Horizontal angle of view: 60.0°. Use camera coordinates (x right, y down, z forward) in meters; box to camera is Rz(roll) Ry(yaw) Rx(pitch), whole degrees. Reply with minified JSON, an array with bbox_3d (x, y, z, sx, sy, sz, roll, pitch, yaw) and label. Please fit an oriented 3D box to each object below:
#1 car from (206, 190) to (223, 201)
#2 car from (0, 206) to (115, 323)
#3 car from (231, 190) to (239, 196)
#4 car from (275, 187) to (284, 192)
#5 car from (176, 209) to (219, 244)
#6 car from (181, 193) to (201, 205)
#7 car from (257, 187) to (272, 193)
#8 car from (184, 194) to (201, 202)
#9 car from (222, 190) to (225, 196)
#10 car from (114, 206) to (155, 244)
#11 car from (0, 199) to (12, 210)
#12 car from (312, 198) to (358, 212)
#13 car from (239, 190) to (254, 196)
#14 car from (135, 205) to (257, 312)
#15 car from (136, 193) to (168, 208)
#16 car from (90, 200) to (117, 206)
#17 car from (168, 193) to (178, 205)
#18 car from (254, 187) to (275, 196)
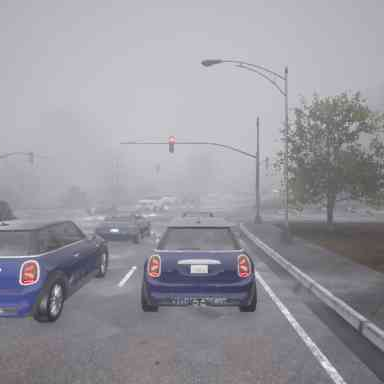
[{"bbox_3d":[4.565,1.012,71.296,1.812,1.442,4.674,0,3,23],"label":"car"},{"bbox_3d":[-3.365,1.361,7.392,2.097,1.767,4.553,0,0,0],"label":"car"},{"bbox_3d":[11.663,0.208,84.573,1.895,1.301,4.718,0,3,30],"label":"car"},{"bbox_3d":[23.399,-0.601,89.366,1.882,1.535,5.008,0,3,38],"label":"car"},{"bbox_3d":[0.325,1.632,16.927,1.895,1.301,4.718,0,0,2],"label":"car"},{"bbox_3d":[-0.053,1.180,59.550,2.150,2.045,5.566,0,2,20],"label":"car"},{"bbox_3d":[19.799,-0.524,90.386,2.128,1.511,4.902,0,3,38],"label":"car"},{"bbox_3d":[0.166,1.184,70.066,1.994,1.385,4.181,0,3,23],"label":"car"},{"bbox_3d":[6.435,0.240,82.622,2.097,1.767,4.553,0,3,28],"label":"car"},{"bbox_3d":[-3.200,1.593,16.004,1.994,1.385,4.181,0,0,2],"label":"car"},{"bbox_3d":[-7.043,1.233,9.199,2.150,2.045,5.566,0,0,1],"label":"car"},{"bbox_3d":[16.433,1.531,38.418,4.892,1.490,1.837,-1,0,4],"label":"car"},{"bbox_3d":[14.130,0.204,81.901,1.812,1.442,4.674,0,3,33],"label":"car"},{"bbox_3d":[0.139,1.361,7.896,2.097,1.767,4.553,0,0,0],"label":"car"},{"bbox_3d":[-4.902,1.311,39.686,2.150,2.045,5.566,0,0,10],"label":"car"},{"bbox_3d":[-9.175,1.567,34.184,2.128,1.511,4.902,0,0,7],"label":"car"},{"bbox_3d":[-4.278,1.247,57.820,2.150,2.045,5.566,0,1,18],"label":"car"},{"bbox_3d":[17.659,0.140,80.965,2.128,1.511,4.902,0,3,33],"label":"car"}]
